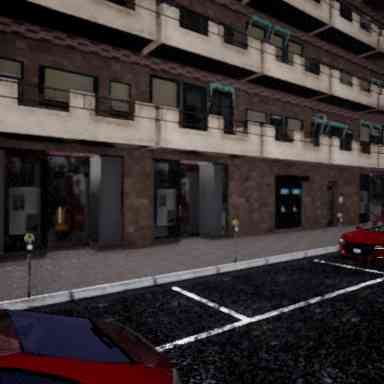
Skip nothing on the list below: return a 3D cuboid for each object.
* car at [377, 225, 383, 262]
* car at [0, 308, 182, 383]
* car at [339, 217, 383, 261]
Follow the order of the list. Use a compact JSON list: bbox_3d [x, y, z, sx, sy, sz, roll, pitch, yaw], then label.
[{"bbox_3d":[6.656,1.533,8.118,4.674,1.442,1.812,0,0,-35],"label":"car"},{"bbox_3d":[-2.036,1.564,1.924,4.181,1.385,1.994,0,0,-35],"label":"car"},{"bbox_3d":[6.871,1.555,11.461,4.507,1.381,1.887,0,0,-36],"label":"car"}]
